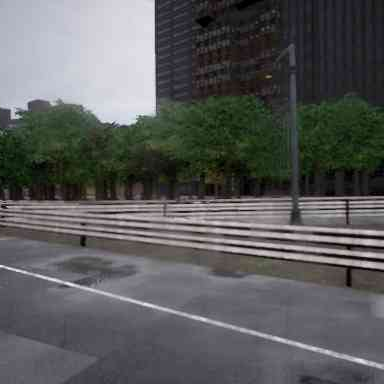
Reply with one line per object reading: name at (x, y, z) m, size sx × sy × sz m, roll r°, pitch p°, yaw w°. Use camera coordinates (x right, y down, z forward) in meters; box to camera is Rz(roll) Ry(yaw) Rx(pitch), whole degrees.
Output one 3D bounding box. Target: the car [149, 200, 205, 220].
car at (-1.090, 1.312, 24.238) m, size 4.181 × 1.385 × 1.994 m, roll -1°, pitch 0°, yaw 5°
